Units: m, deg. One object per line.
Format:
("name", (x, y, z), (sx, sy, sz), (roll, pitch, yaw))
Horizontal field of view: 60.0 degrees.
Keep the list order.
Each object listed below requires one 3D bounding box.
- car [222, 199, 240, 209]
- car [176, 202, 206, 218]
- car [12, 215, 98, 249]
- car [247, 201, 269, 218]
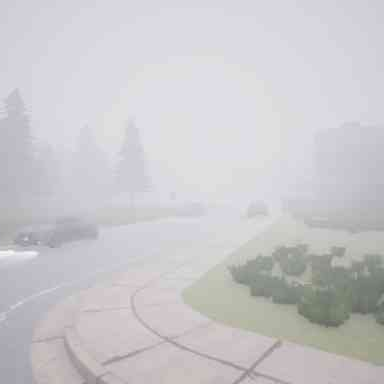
("car", (5.904, 1.733, 49.879), (1.812, 1.442, 4.674), (-1, 0, 20))
("car", (-0.003, 1.781, 33.764), (1.837, 1.490, 4.892), (-1, 0, 20))
("car", (-6.400, 1.822, 16.031), (1.994, 1.385, 4.181), (-1, 0, 20))
("car", (6.313, 1.642, 31.926), (1.816, 1.474, 4.193), (-7, -2, 17))
